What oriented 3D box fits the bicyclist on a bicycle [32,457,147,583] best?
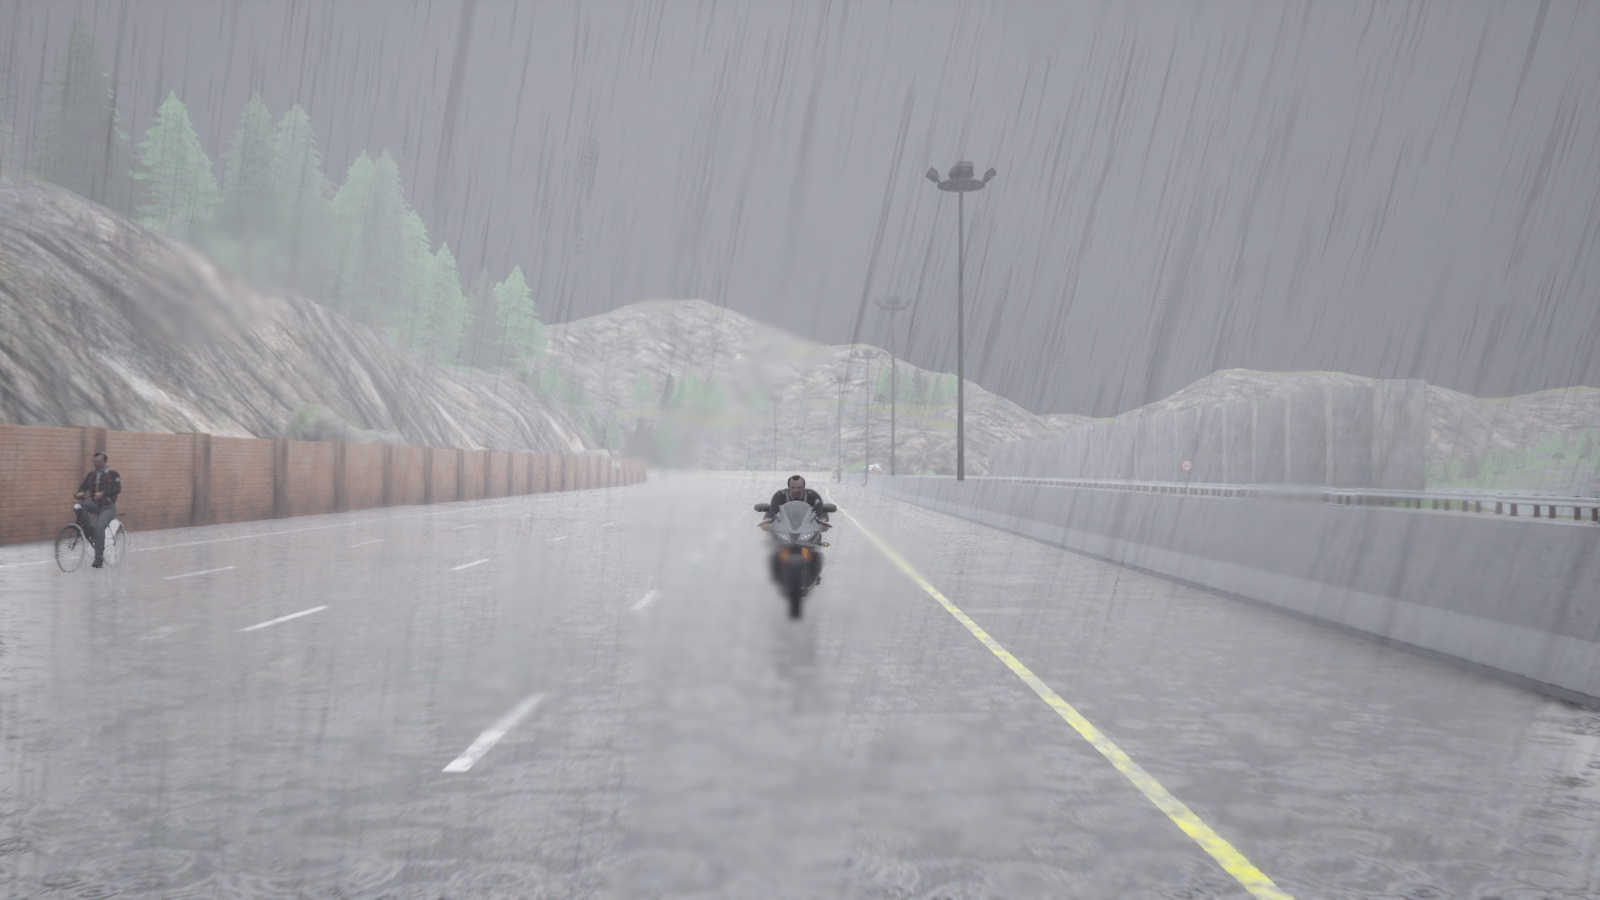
[{"bbox_3d":[-10.545,1.010,18.708,0.659,1.776,1.843,0,-1,0],"label":"bicyclist on a bicycle"}]

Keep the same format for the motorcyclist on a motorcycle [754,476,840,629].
[{"bbox_3d":[-0.032,1.057,13.777,0.866,1.530,2.191,0,-1,0],"label":"motorcyclist on a motorcycle"}]
